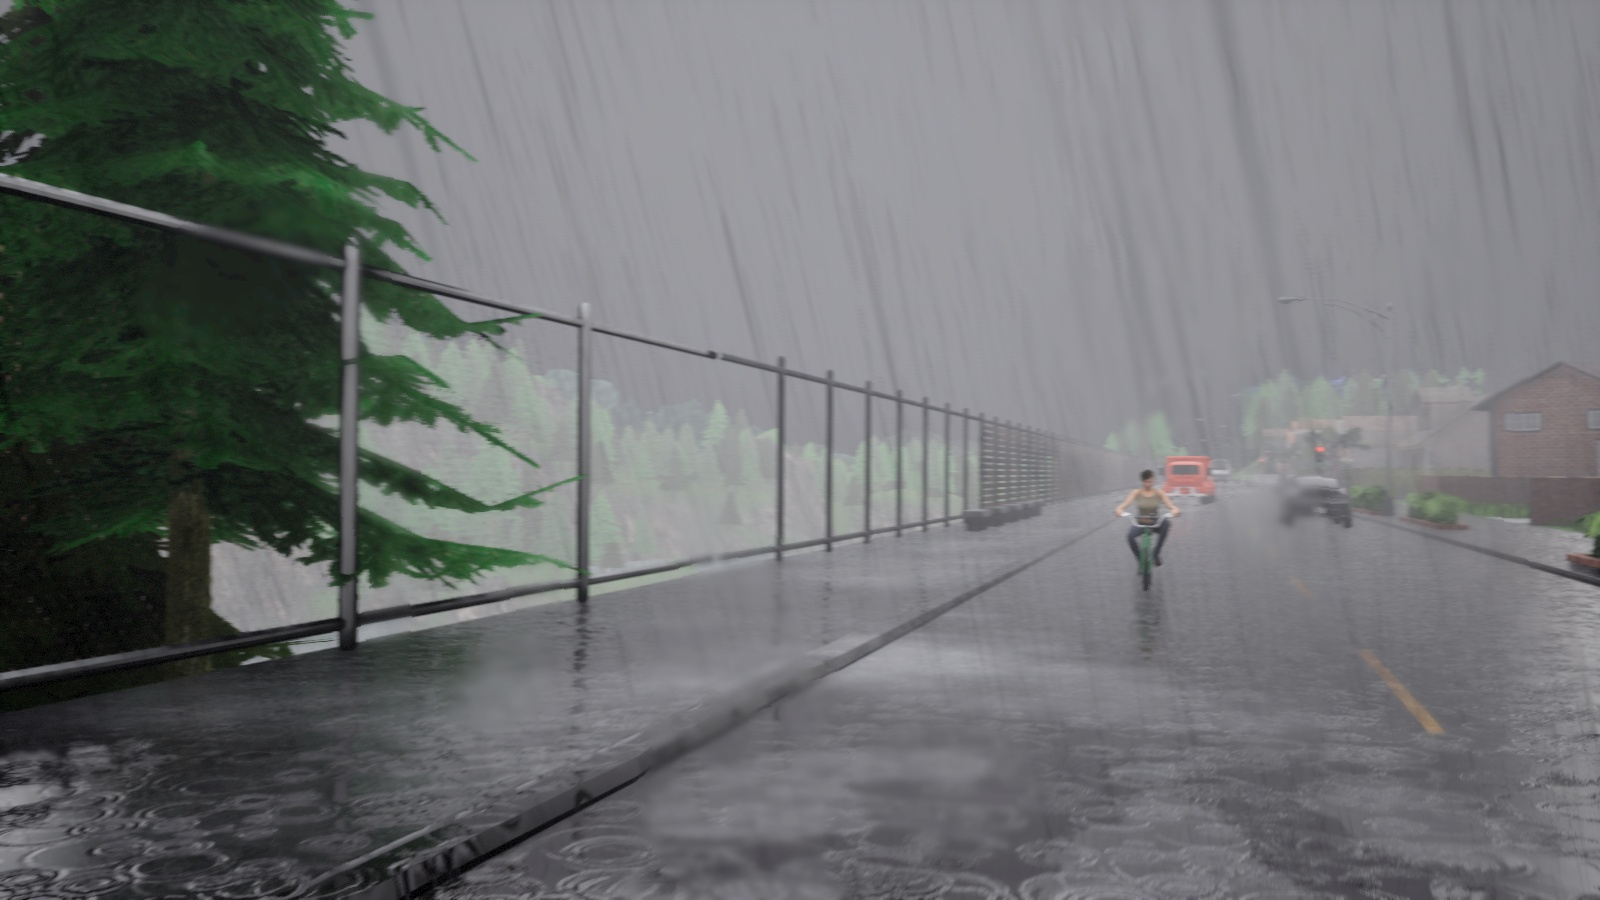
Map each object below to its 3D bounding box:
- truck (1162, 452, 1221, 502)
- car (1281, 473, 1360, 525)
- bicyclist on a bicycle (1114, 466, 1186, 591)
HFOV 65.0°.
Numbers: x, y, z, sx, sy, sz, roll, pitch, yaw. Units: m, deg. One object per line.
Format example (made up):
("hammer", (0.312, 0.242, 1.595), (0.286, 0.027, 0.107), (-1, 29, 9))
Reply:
("truck", (20.507, 1.406, 65.690), (2.627, 2.467, 5.204), (-1, -1, 21))
("car", (15.948, 1.448, 38.657), (1.837, 1.490, 4.892), (0, -1, 18))
("bicyclist on a bicycle", (4.771, 1.030, 17.048), (0.866, 1.612, 1.509), (0, -1, 18))
